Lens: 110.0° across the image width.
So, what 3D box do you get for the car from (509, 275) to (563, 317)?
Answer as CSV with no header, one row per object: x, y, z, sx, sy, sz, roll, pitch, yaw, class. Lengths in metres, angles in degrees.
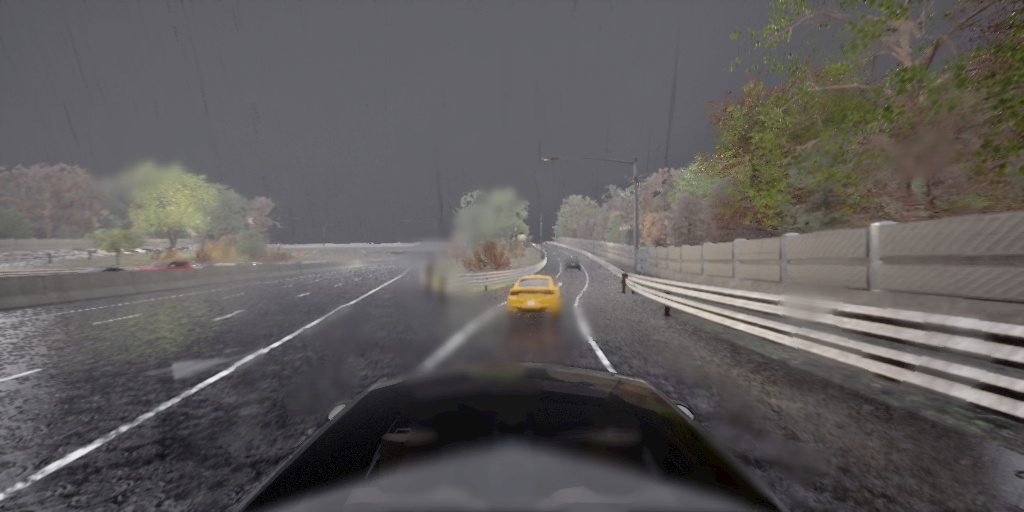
1.071,1.552,15.021,1.882,1.535,5.008,-1,-1,9,car

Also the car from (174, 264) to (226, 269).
-31.217,1.725,36.265,1.812,1.442,4.674,-1,0,-12,car

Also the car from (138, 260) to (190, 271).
-34.736,1.473,35.996,2.150,2.045,5.566,-1,0,-12,car

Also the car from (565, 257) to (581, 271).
9.352,1.207,54.967,2.150,2.045,5.566,-1,2,8,car

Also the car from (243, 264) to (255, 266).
-38.156,1.898,52.044,1.994,1.385,4.181,-1,0,-12,car

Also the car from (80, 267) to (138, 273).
-37.654,1.791,32.899,1.837,1.490,4.892,-1,0,-12,car
